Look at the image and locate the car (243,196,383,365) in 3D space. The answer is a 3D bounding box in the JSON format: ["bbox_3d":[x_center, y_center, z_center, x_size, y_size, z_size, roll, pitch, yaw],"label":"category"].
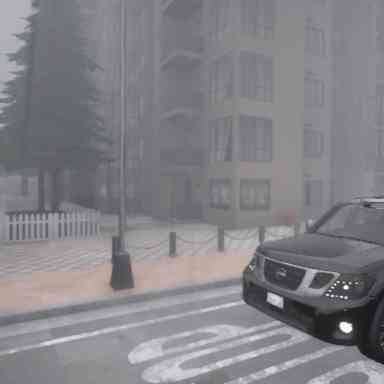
[{"bbox_3d":[3.550,1.120,5.919,5.566,2.045,2.150,0,1,-29],"label":"car"}]
